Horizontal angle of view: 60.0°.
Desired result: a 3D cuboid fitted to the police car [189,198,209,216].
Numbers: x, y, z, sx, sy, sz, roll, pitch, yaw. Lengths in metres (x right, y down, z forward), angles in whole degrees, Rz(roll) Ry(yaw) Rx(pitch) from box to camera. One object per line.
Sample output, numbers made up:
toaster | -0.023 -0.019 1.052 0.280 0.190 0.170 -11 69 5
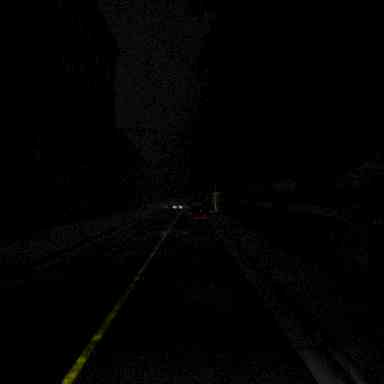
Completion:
police car | 0.903 1.806 37.435 1.930 1.638 5.238 0 -1 0

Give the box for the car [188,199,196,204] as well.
car | 0.006 2.448 87.327 1.994 1.385 4.181 0 -1 0

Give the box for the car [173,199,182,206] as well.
car | -2.995 2.304 70.987 2.033 1.411 5.357 0 -1 0

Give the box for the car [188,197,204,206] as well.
car | 0.904 1.717 47.356 2.150 2.045 5.566 0 -1 0
